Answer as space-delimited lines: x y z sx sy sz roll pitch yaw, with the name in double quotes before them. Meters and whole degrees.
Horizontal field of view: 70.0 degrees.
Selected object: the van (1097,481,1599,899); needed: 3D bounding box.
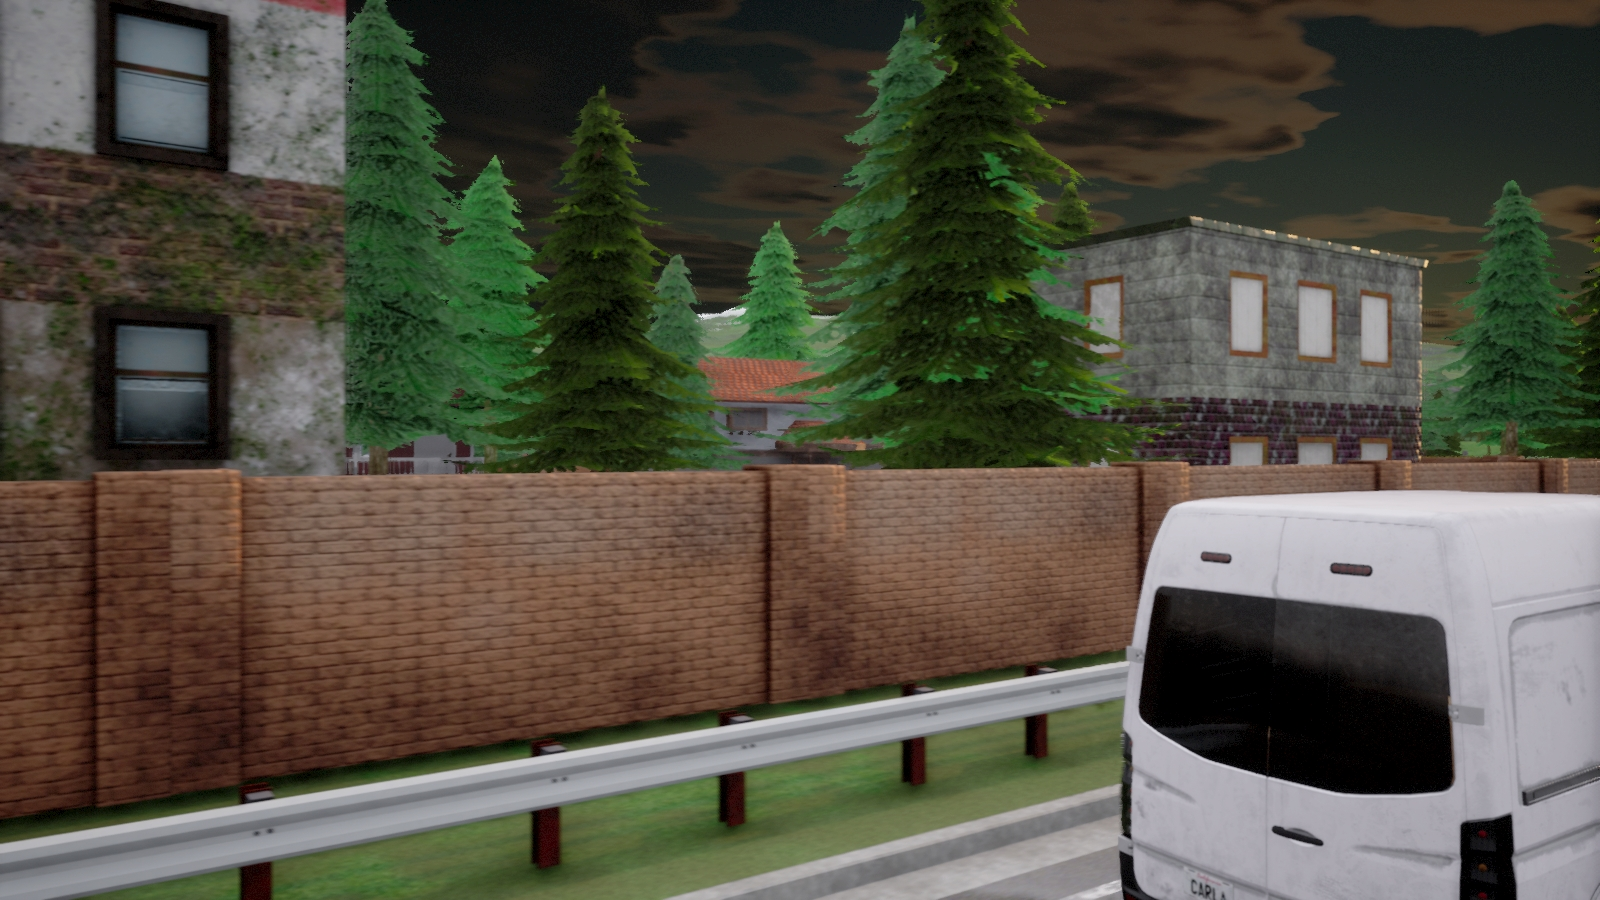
"van" 4.581 1.536 6.994 5.915 2.561 1.988 0 0 -35
